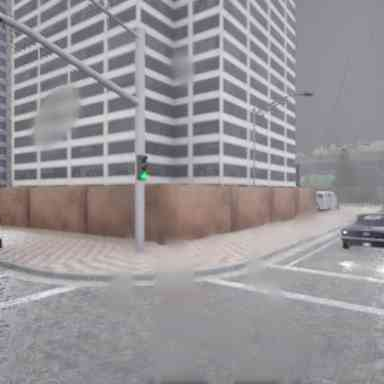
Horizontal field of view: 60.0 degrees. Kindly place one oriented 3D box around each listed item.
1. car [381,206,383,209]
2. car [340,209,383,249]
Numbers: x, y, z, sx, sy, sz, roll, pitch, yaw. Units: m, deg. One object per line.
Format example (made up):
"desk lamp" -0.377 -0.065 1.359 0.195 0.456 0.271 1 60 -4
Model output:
"car" 13.662 1.547 22.477 2.033 1.411 5.357 0 0 35
"car" 7.622 1.600 13.937 1.895 1.301 4.718 0 0 35
